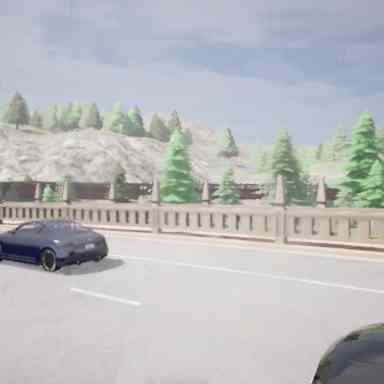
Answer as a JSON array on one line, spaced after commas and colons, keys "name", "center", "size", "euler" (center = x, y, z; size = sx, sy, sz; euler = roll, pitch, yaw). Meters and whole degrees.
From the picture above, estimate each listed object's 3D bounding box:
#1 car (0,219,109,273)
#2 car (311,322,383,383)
[{"name": "car", "center": [-4.732, 1.568, 10.758], "size": [4.181, 1.385, 1.994], "euler": [0, 0, 30]}, {"name": "car", "center": [3.113, 1.470, 1.584], "size": [4.902, 1.511, 2.128], "euler": [0, 0, 37]}]
